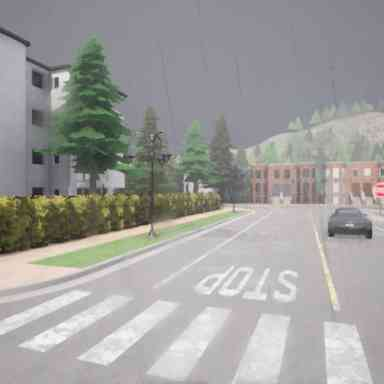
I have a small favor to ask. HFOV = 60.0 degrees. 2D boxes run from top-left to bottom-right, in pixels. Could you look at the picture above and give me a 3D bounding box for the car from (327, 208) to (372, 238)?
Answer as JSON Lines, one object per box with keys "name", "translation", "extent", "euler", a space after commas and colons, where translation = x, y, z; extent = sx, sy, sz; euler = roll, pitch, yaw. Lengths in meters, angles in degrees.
{"name": "car", "translation": [8.193, 1.533, 17.529], "extent": [1.994, 1.385, 4.181], "euler": [0, 0, 22]}
